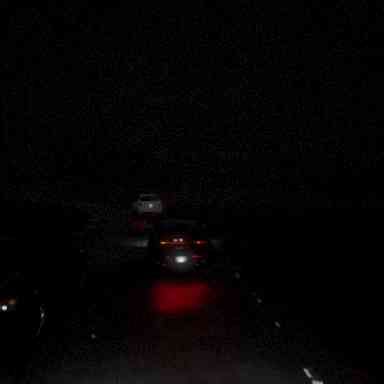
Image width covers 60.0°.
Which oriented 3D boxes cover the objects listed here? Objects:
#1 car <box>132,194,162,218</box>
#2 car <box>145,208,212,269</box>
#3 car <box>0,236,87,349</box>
[{"bbox_3d":[-4.250,1.226,30.889,2.150,2.045,5.566,0,0,-16],"label":"car"},{"bbox_3d":[-0.497,1.503,11.147,1.837,1.490,4.892,0,0,-5],"label":"car"},{"bbox_3d":[-3.377,1.560,6.196,1.994,1.385,4.181,0,0,-3],"label":"car"}]
